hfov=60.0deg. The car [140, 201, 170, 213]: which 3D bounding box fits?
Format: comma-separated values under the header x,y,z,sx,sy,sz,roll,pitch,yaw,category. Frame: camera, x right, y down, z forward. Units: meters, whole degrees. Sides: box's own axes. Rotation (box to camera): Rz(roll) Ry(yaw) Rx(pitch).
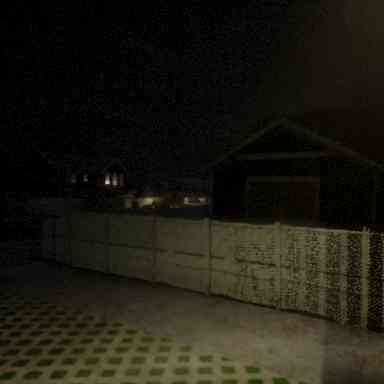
x,y,z,sx,sy,sz,roll,pitch,yaw,category
-4.391,1.808,39.944,1.895,1.301,4.718,1,0,18,car
